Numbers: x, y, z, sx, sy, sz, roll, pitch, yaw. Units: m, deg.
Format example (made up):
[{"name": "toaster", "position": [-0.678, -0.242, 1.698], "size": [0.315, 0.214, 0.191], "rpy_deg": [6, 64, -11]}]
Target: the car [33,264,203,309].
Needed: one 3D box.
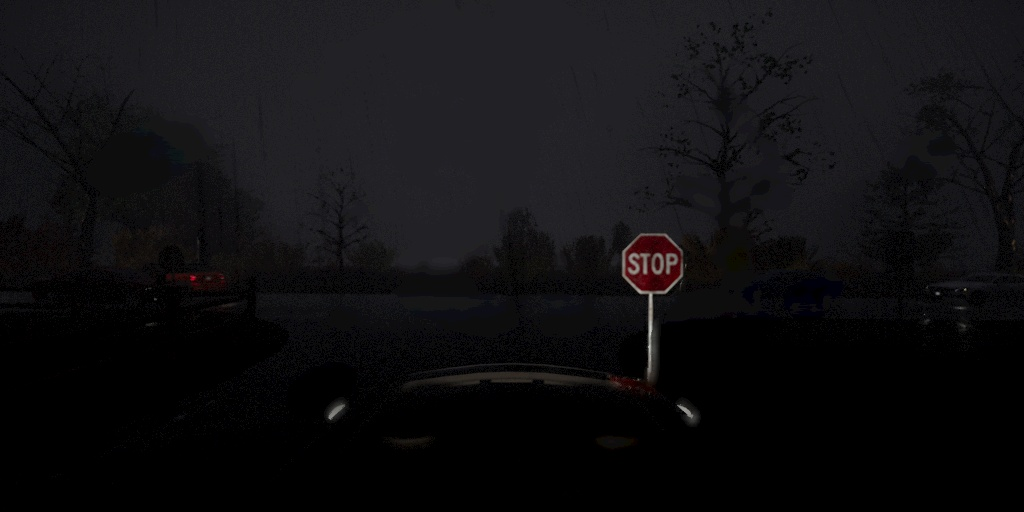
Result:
[{"name": "car", "position": [-15.677, 1.201, 14.228], "size": [5.008, 1.535, 1.882], "rpy_deg": [0, 0, 0]}]

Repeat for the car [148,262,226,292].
[{"name": "car", "position": [-16.540, 1.063, 17.136], "size": [4.553, 1.767, 2.097], "rpy_deg": [0, 0, 1]}]

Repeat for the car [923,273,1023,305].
[{"name": "car", "position": [22.538, 1.522, 17.014], "size": [4.674, 1.442, 1.812], "rpy_deg": [0, 0, 0]}]

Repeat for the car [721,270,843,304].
[{"name": "car", "position": [12.688, 1.403, 17.054], "size": [5.008, 1.535, 1.882], "rpy_deg": [1, 0, 0]}]
